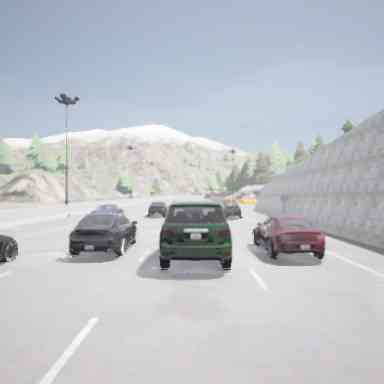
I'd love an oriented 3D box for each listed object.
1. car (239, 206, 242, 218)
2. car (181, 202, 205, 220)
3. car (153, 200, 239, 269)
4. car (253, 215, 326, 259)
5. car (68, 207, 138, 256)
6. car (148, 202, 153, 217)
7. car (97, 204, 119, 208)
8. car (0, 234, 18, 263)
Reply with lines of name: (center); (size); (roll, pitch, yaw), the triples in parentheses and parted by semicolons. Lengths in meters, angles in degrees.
car: (3.604, 1.683, 31.902); (2.128, 1.511, 4.902); (0, 0, 0)
car: (0.103, 1.736, 31.288); (2.033, 1.411, 5.357); (0, 0, 0)
car: (0.104, 1.292, 11.562); (2.150, 2.045, 5.566); (0, 0, 0)
car: (3.591, 1.602, 12.856); (1.812, 1.442, 4.674); (0, 0, 0)
car: (-3.397, 1.589, 13.430); (1.837, 1.490, 4.892); (0, 0, 0)
car: (-3.395, 1.713, 34.291); (1.837, 1.490, 4.892); (0, 0, 0)
car: (-6.896, 1.717, 27.679); (2.033, 1.411, 5.357); (0, 0, 0)
car: (-6.898, 1.625, 9.625); (1.994, 1.385, 4.181); (0, 0, 0)
